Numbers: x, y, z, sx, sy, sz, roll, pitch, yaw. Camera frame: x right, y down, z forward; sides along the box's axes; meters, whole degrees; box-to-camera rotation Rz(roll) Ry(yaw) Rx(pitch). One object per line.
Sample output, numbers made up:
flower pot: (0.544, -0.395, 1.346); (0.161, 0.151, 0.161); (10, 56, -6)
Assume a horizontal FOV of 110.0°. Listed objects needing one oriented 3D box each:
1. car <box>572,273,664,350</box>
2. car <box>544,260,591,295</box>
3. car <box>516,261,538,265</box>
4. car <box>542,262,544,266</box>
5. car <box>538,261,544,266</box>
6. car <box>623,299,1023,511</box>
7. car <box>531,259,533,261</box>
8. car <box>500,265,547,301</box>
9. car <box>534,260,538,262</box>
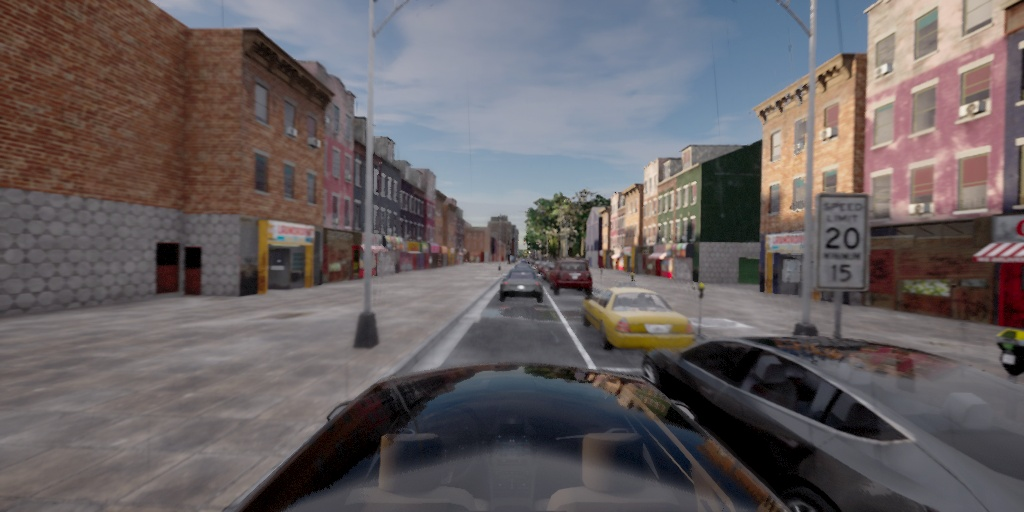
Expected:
car: (2.811, 1.330, 9.041); (1.751, 1.417, 4.829); (0, 0, 2)
car: (3.184, 1.134, 20.109); (2.192, 1.841, 5.009); (0, 0, 2)
car: (0.894, 1.352, 30.070); (1.994, 1.385, 4.181); (1, 0, 2)
car: (3.379, 1.354, 25.898); (1.751, 1.417, 4.829); (0, 0, 2)
car: (3.563, 1.280, 31.347); (1.967, 1.591, 4.097); (0, 0, 2)
car: (2.616, 1.365, 3.252); (1.948, 1.339, 4.313); (0, 0, 2)
car: (4.508, 1.485, 59.440); (2.007, 1.370, 4.403); (0, 0, 2)
car: (0.470, 1.330, 17.488); (1.994, 1.385, 4.181); (1, 0, 2)
car: (3.941, 1.311, 42.585); (1.967, 1.591, 4.097); (0, 0, 2)
